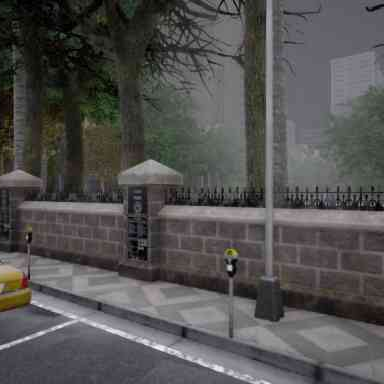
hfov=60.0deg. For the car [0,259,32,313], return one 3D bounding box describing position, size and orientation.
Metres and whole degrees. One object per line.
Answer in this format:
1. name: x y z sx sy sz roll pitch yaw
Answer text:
1. car: -5.071 1.526 6.555 4.829 1.417 1.752 0 0 35
